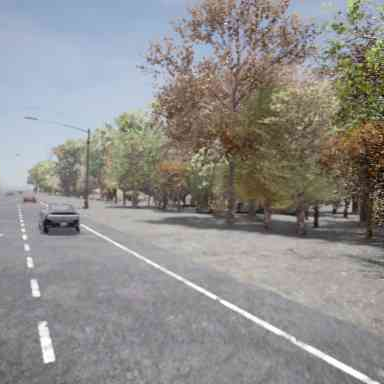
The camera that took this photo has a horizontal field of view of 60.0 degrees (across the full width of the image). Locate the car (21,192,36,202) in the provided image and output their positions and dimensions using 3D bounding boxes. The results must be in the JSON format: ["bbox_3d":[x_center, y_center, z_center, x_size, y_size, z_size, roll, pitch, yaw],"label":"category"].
[{"bbox_3d":[-28.599,1.090,58.554,1.994,1.385,4.181,2,-1,-28],"label":"car"}]

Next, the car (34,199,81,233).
[{"bbox_3d":[-7.632,1.401,19.036,2.128,1.511,4.902,2,-1,-28],"label":"car"}]
